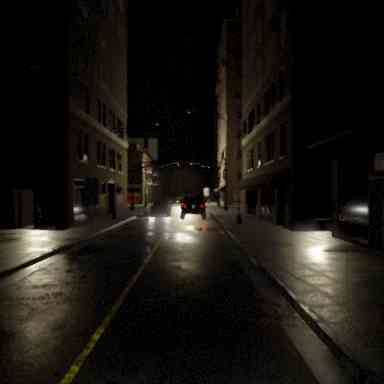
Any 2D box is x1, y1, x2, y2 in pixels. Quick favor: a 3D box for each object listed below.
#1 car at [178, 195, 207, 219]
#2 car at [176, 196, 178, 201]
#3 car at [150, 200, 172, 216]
[{"bbox_3d":[0.116,1.276,29.518,2.150,2.045,5.566,0,0,0],"label":"car"},{"bbox_3d":[-2.951,1.474,86.766,2.097,1.767,4.553,0,0,0],"label":"car"},{"bbox_3d":[-2.993,1.568,32.894,1.837,1.490,4.892,0,-1,0],"label":"car"}]
